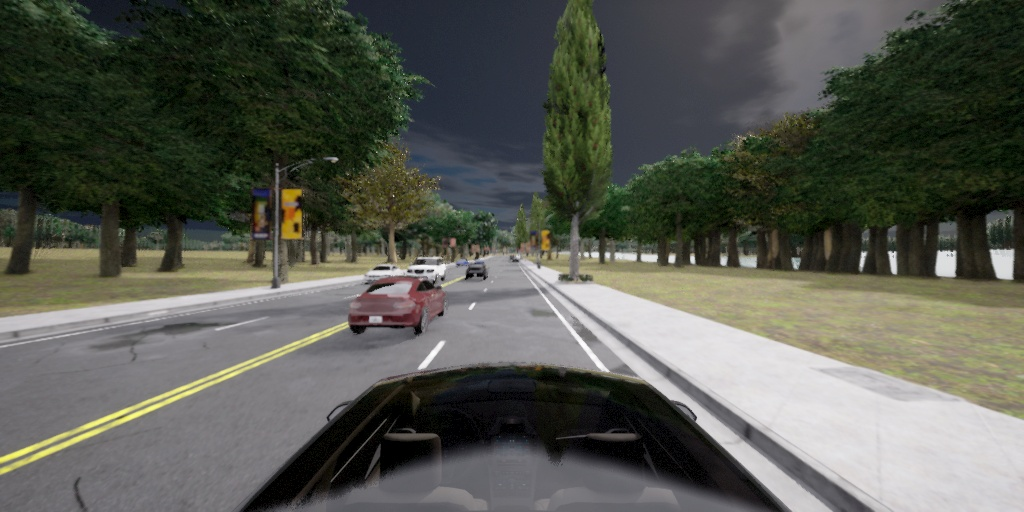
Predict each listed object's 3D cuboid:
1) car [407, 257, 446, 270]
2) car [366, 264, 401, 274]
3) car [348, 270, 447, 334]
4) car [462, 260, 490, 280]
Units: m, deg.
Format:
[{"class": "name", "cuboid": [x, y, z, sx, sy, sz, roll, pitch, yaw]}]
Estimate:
[{"class": "car", "cuboid": [-6.590, 1.075, 28.124, 2.150, 2.045, 5.566, 0, 0, 0]}, {"class": "car", "cuboid": [-9.840, 1.377, 27.814, 1.812, 1.442, 4.674, 0, 0, 0]}, {"class": "car", "cuboid": [-3.160, 1.310, 10.596, 1.812, 1.442, 4.674, 0, 0, 0]}, {"class": "car", "cuboid": [-3.143, 1.374, 32.929, 1.837, 1.490, 4.892, 0, 0, 0]}]
